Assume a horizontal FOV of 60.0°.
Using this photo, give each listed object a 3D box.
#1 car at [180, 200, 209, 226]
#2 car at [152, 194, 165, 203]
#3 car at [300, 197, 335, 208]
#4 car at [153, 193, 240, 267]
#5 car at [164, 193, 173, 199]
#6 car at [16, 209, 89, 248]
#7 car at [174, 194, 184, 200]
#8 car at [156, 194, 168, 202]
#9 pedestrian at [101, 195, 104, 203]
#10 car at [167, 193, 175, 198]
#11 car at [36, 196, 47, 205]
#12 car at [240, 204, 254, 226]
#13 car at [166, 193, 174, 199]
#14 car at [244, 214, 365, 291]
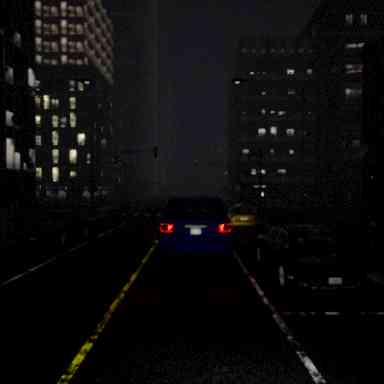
[{"bbox_3d":[0.097,1.377,23.124,1.812,1.442,4.674,0,0,-2],"label":"car"},{"bbox_3d":[-5.706,1.159,57.773,1.752,1.417,4.829,-1,0,0],"label":"car"},{"bbox_3d":[16.311,1.358,43.123,4.403,1.369,2.008,0,1,1],"label":"car"},{"bbox_3d":[0.095,1.141,11.319,2.150,2.045,5.566,0,-1,0],"label":"car"},{"bbox_3d":[-5.707,1.038,80.560,1.887,1.381,4.507,-1,0,0],"label":"car"},{"bbox_3d":[-5.833,1.452,14.402,1.887,1.381,4.507,-1,0,0],"label":"car"},{"bbox_3d":[-3.004,1.067,77.165,1.994,1.385,4.181,0,0,0],"label":"car"},{"bbox_3d":[-5.706,1.164,63.597,1.947,1.339,4.313,-1,0,0],"label":"car"},{"bbox_3d":[-12.551,1.014,46.465,0.500,1.100,0.500,0,1,1],"label":"pedestrian"},{"bbox_3d":[-5.707,0.968,91.869,1.887,1.381,4.507,-1,0,0],"label":"car"},{"bbox_3d":[-21.664,1.006,43.617,4.829,1.417,1.752,1,1,1],"label":"car"},{"bbox_3d":[2.805,1.396,20.159,1.752,1.417,4.829,-1,0,0],"label":"car"},{"bbox_3d":[-5.706,1.040,86.215,1.802,1.307,4.206,-1,0,0],"label":"car"},{"bbox_3d":[2.806,1.494,8.701,2.008,1.369,4.403,-1,0,0],"label":"car"}]
